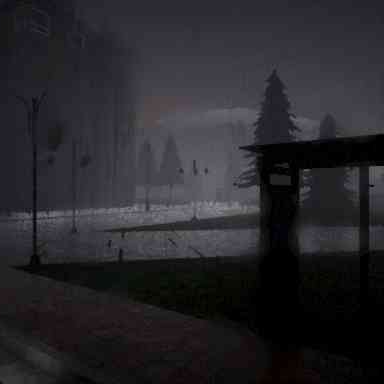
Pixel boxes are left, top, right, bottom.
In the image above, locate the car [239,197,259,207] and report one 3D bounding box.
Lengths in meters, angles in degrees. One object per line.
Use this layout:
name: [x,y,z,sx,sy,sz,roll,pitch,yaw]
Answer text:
car: [9.058,1.511,51.526,2.128,1.511,4.902,0,0,36]
